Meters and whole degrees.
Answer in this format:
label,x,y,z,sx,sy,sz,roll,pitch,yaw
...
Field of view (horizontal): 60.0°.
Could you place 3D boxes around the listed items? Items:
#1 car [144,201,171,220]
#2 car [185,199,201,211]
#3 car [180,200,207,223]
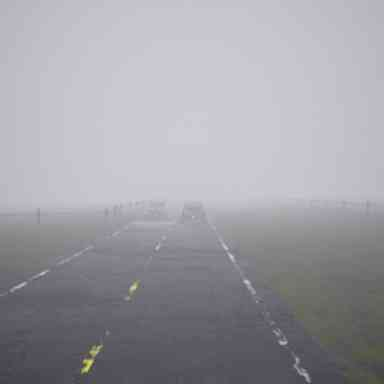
label,x,y,z,sx,sy,sz,roll,pitch,yaw
car,-2.844,1.527,27.934,1.837,1.490,4.892,0,0,0
car,0.087,1.636,42.823,1.895,1.301,4.718,0,0,0
car,0.091,1.511,25.333,2.128,1.511,4.902,0,0,0
